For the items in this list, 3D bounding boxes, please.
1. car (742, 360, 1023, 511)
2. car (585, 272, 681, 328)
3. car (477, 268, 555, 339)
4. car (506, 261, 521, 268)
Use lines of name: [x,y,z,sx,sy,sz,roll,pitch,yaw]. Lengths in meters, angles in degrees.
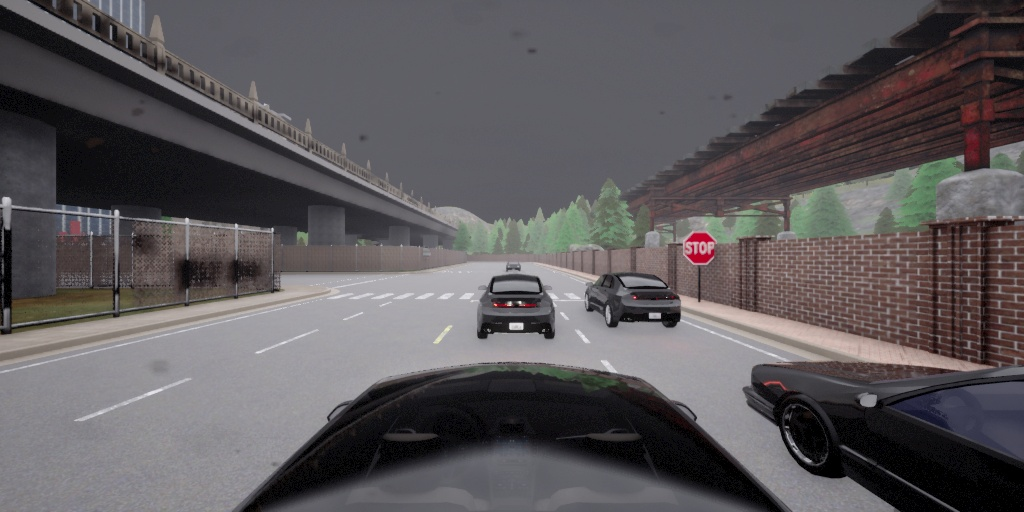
car: [3.600,1.297,1.681,2.033,1.411,5.357,0,0,0]
car: [3.596,1.255,11.428,1.837,1.490,4.892,0,0,0]
car: [0.095,1.255,10.067,1.837,1.490,4.892,0,0,0]
car: [0.164,1.351,46.346,1.895,1.301,4.718,0,0,-1]
